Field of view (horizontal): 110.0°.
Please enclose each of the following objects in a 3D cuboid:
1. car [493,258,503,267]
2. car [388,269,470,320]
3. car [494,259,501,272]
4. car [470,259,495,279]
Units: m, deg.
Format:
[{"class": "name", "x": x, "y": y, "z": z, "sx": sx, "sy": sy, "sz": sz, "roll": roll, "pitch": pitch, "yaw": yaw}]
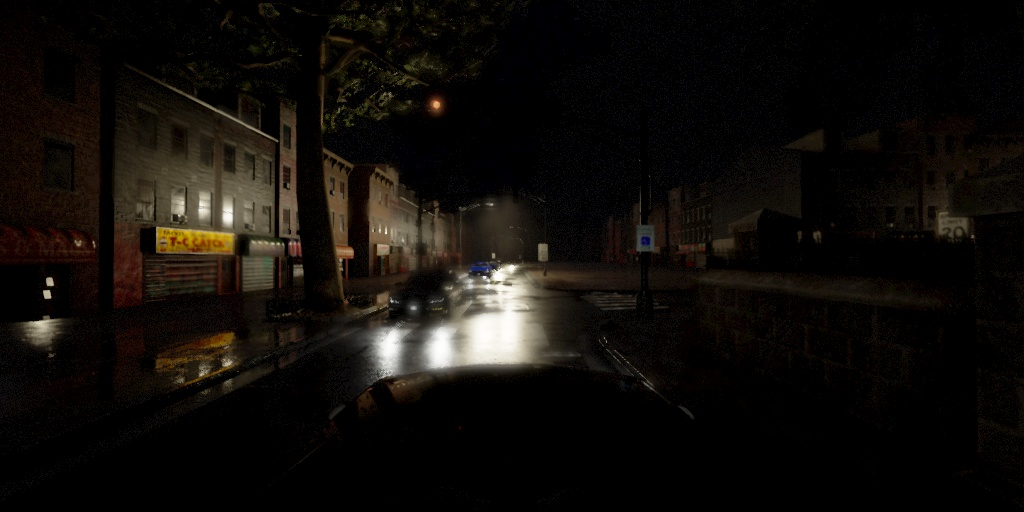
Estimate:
[{"class": "car", "x": -2.638, "y": 1.028, "z": 62.783, "sx": 2.033, "sy": 1.411, "sz": 5.357, "roll": 0, "pitch": 0, "yaw": 0}, {"class": "car", "x": -2.837, "y": 1.249, "z": 12.763, "sx": 1.837, "sy": 1.490, "sz": 4.892, "roll": 0, "pitch": 0, "yaw": 0}, {"class": "car", "x": -2.759, "y": 1.380, "z": 47.166, "sx": 1.895, "sy": 1.301, "sz": 4.718, "roll": 0, "pitch": 0, "yaw": 0}, {"class": "car", "x": -2.794, "y": 1.283, "z": 32.730, "sx": 1.812, "sy": 1.442, "sz": 4.674, "roll": 0, "pitch": 0, "yaw": 0}]
